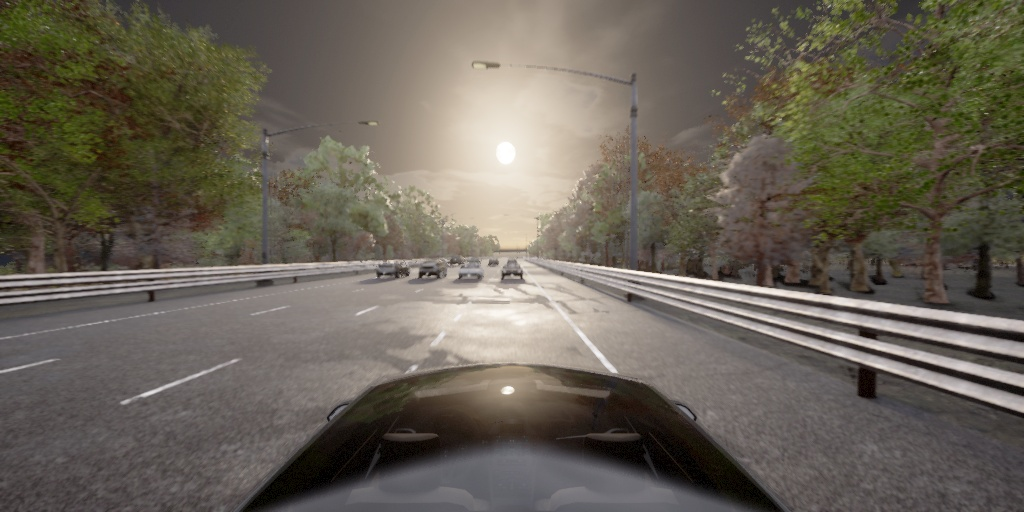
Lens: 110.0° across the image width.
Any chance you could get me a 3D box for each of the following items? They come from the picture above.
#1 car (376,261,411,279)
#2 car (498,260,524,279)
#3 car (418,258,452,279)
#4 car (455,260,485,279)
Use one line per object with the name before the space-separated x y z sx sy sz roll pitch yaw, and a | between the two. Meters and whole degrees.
car | -10.463 1.186 31.894 2.128 1.511 4.902 0 0 1
car | 0.028 1.296 31.323 1.895 1.301 4.718 0 0 1
car | -6.962 1.201 31.981 1.837 1.490 4.892 0 1 1
car | -3.472 1.296 31.324 1.895 1.301 4.718 0 0 1
